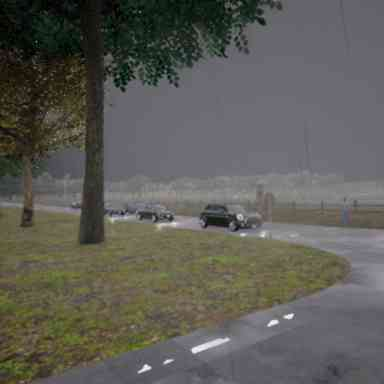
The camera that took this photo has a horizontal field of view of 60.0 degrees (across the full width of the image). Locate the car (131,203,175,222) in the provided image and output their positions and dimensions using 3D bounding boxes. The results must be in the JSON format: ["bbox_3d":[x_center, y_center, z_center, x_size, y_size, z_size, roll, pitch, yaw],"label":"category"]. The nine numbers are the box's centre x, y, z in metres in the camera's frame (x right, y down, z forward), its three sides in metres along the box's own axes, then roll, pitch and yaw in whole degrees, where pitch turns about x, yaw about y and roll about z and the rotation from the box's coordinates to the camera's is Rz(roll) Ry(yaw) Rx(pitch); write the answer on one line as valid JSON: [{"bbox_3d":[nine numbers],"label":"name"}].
[{"bbox_3d":[-3.422,1.872,30.306,1.837,1.490,4.892,-2,0,-35],"label":"car"}]

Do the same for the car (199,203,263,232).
[{"bbox_3d":[2.466,1.531,21.950,2.097,1.767,4.553,-2,0,-35],"label":"car"}]

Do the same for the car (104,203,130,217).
[{"bbox_3d":[-9.393,2.057,38.784,1.837,1.490,4.892,-2,0,-35],"label":"car"}]

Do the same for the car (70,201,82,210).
[{"bbox_3d":[-20.304,2.370,59.333,1.837,1.490,4.892,-2,0,-35],"label":"car"}]

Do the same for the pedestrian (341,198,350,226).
[{"bbox_3d":[9.995,1.246,21.639,0.375,1.860,0.375,-3,2,-35],"label":"pedestrian"}]
